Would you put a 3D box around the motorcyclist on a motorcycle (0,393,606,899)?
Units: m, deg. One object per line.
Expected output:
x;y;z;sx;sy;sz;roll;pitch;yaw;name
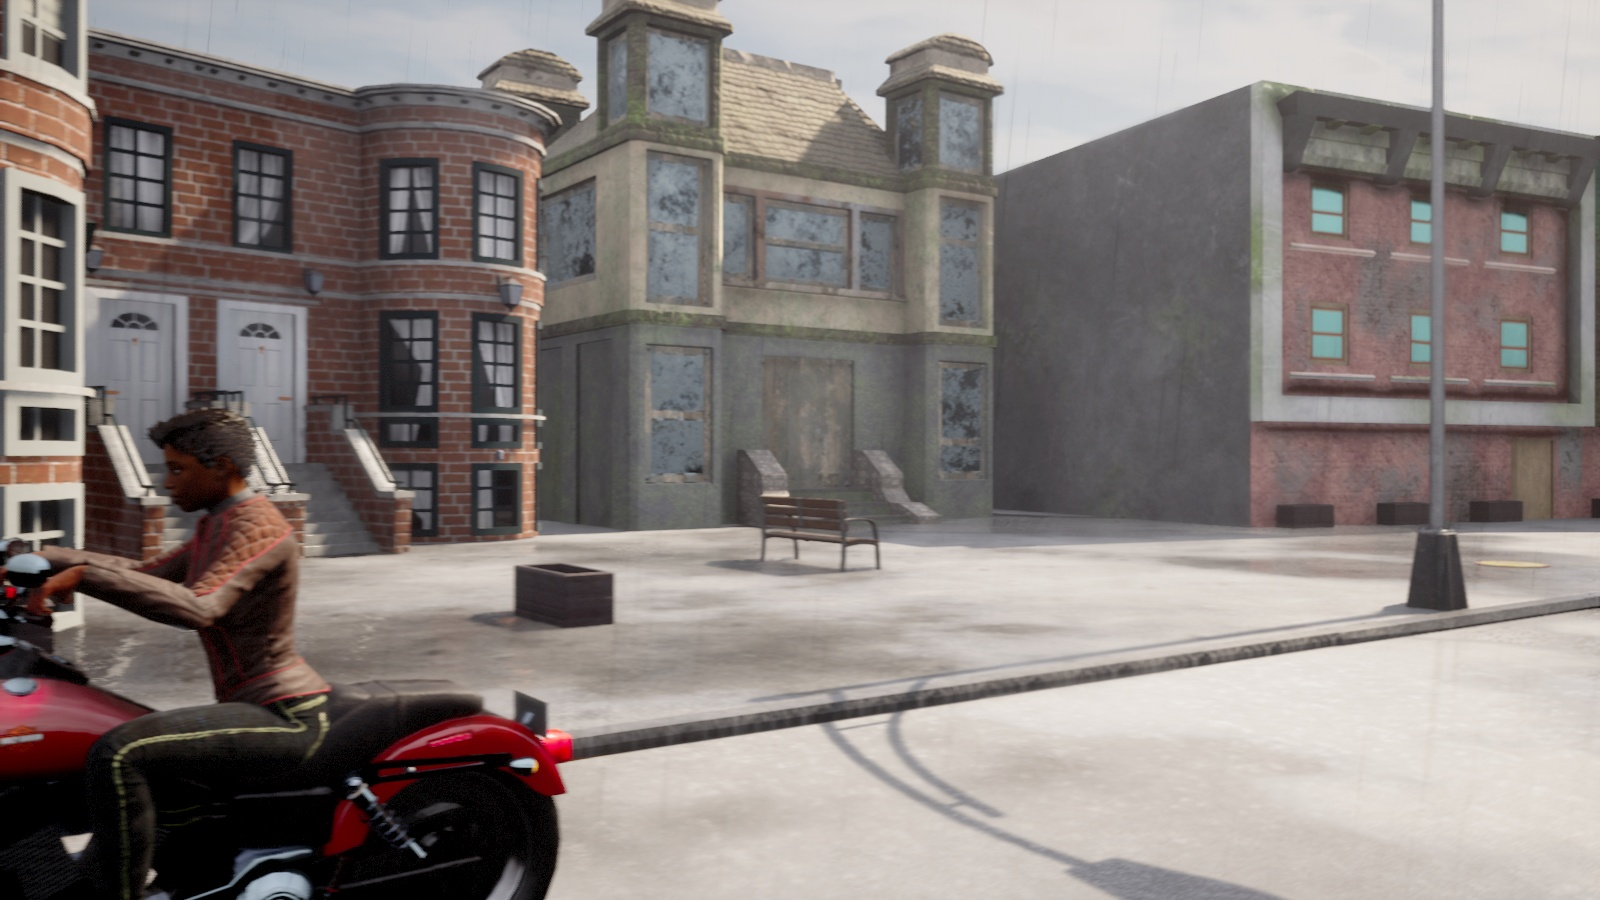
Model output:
-1.716;0.706;3.072;2.350;1.649;0.766;0;0;-35;motorcyclist on a motorcycle
